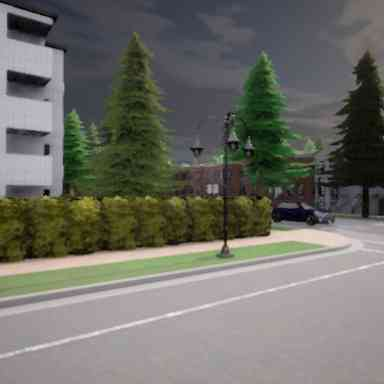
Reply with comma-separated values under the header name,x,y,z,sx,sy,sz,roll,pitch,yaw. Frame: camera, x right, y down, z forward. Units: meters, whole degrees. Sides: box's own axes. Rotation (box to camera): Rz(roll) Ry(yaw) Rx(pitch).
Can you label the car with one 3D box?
name,x,y,z,sx,sy,sz,roll,pitch,yaw
car,8.189,1.468,24.608,2.097,1.767,4.553,0,0,-34
